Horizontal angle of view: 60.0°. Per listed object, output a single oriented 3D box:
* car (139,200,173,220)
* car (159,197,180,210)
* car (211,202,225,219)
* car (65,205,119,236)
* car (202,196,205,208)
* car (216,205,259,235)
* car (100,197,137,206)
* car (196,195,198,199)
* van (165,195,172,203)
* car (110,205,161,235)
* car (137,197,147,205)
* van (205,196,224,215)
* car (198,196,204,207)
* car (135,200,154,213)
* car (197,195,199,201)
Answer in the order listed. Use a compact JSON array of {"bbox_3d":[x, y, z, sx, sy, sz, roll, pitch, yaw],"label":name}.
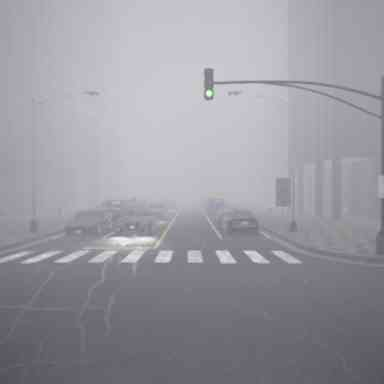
[{"bbox_3d":[-3.184,1.703,30.228,2.033,1.411,5.357,0,0,0],"label":"car"},{"bbox_3d":[-3.204,1.791,47.811,2.033,1.411,5.357,0,0,0],"label":"car"},{"bbox_3d":[2.684,1.708,24.867,1.802,1.307,4.206,-1,0,0],"label":"car"},{"bbox_3d":[-5.818,1.672,19.161,1.947,1.339,4.313,-1,0,0],"label":"car"},{"bbox_3d":[2.614,1.648,41.882,1.967,1.590,4.097,-1,0,0],"label":"car"},{"bbox_3d":[2.707,1.665,19.196,1.947,1.339,4.313,-1,0,0],"label":"car"},{"bbox_3d":[-5.844,1.447,24.833,2.192,1.841,5.009,-1,0,0],"label":"car"},{"bbox_3d":[2.499,1.808,70.237,1.967,1.590,4.097,-1,0,0],"label":"car"},{"bbox_3d":[-6.095,1.822,87.210,1.690,1.788,3.998,-1,0,0],"label":"van"},{"bbox_3d":[-3.141,1.669,19.410,1.994,1.385,4.181,0,0,0],"label":"car"},{"bbox_3d":[-5.890,1.501,36.174,2.192,1.841,5.009,-1,0,0],"label":"car"},{"bbox_3d":[2.635,1.521,36.211,1.690,1.788,3.998,-1,0,0],"label":"van"},{"bbox_3d":[2.565,1.583,53.225,2.192,1.841,5.009,-1,0,0],"label":"car"},{"bbox_3d":[-5.909,1.739,41.674,1.752,1.417,4.829,-1,0,0],"label":"car"},{"bbox_3d":[2.543,1.615,58.896,2.192,1.841,5.009,-1,0,0],"label":"car"}]
